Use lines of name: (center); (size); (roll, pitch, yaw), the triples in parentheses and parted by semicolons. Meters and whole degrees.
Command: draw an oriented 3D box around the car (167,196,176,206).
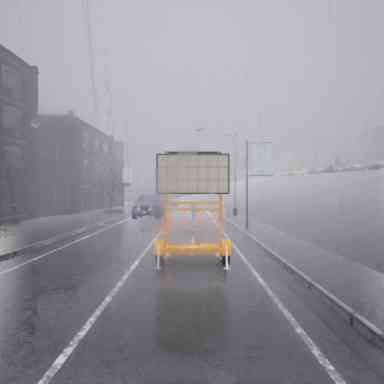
car: (-3.809, 1.415, 57.184); (2.097, 1.767, 4.553); (0, -1, -3)

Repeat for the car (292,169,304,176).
car: (22.419, -3.779, 66.167); (2.097, 1.535, 5.008); (0, 1, -4)

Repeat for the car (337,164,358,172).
car: (24.217, -3.431, 49.498); (2.002, 1.452, 4.674); (0, 1, -7)

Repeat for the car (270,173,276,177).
car: (21.698, -4.057, 82.763); (2.231, 1.521, 4.892); (0, 1, -1)

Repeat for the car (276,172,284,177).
car: (21.829, -3.978, 77.246); (2.231, 1.521, 4.892); (0, 1, -1)

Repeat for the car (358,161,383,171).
car: (25.024, -3.369, 44.137); (2.231, 1.521, 4.892); (0, 1, -9)

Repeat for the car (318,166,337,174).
car: (23.512, -3.542, 54.971); (2.163, 1.488, 4.792); (0, 1, -6)

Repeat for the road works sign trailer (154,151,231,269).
road works sign trailer: (0.034, 0.460, 11.070); (2.380, 3.560, 2.880); (0, 0, 1)

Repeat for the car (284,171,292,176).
car: (22.065, -3.841, 71.704); (2.002, 1.452, 4.674); (0, 1, -3)

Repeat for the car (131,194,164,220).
car: (-3.612, 1.211, 27.957); (2.150, 2.045, 5.566); (0, 0, 0)

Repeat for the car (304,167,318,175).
car: (22.890, -3.802, 60.662); (2.185, 1.767, 4.553); (0, 1, -5)
